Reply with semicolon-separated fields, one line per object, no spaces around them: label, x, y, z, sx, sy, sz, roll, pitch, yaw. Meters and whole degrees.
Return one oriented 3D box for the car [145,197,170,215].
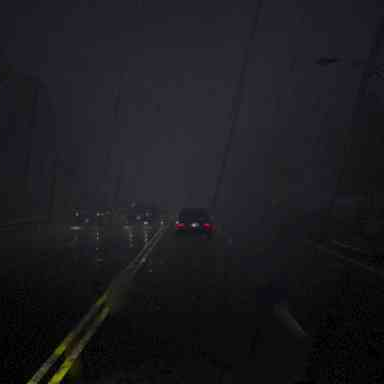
car;-3.605;1.556;34.162;1.812;1.442;4.674;0;0;0

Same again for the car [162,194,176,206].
car;-3.543;1.271;50.429;2.150;2.045;5.566;0;-1;0

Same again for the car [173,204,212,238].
car;0.092;1.563;17.711;2.033;1.411;5.357;0;0;0

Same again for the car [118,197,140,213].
car;-7.102;1.537;34.970;1.837;1.490;4.892;0;0;0

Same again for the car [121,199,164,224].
car;-3.604;1.514;24.987;2.128;1.511;4.902;0;0;0

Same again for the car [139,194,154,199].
car;-7.027;1.264;52.406;2.150;2.045;5.566;0;0;0

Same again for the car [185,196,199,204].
car;-0.026;1.399;52.278;2.097;1.767;4.553;0;0;0

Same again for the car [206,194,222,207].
car;3.474;1.269;52.340;2.150;2.045;5.566;0;0;0

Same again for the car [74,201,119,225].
car;-7.104;1.623;24.787;1.895;1.301;4.718;0;0;0
